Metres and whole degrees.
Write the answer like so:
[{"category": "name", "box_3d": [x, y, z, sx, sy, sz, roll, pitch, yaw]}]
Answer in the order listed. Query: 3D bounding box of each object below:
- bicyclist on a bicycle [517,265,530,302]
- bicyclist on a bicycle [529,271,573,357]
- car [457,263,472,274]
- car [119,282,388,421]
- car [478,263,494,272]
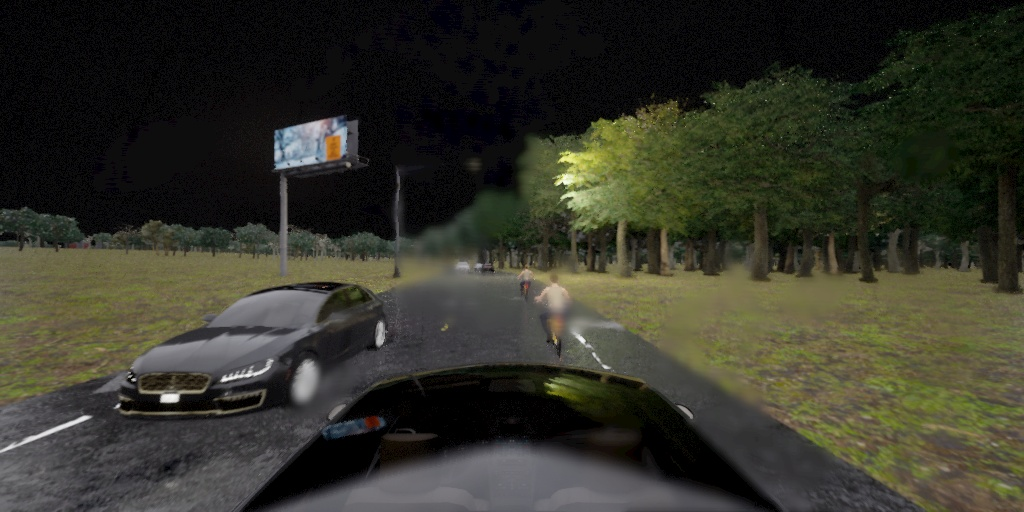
[{"category": "bicyclist on a bicycle", "box_3d": [0.647, 1.197, 16.091, 0.866, 1.612, 1.509, 0, 0, -2]}, {"category": "bicyclist on a bicycle", "box_3d": [0.908, 1.190, 7.570, 0.866, 1.612, 1.509, 0, 0, -1]}, {"category": "car", "box_3d": [-6.467, 1.654, 48.451, 1.812, 1.442, 4.674, 0, -1, -7]}, {"category": "car", "box_3d": [-3.671, 1.256, 6.230, 1.837, 1.490, 4.892, 0, 0, -1]}, {"category": "car", "box_3d": [-4.037, 1.855, 58.293, 1.837, 1.490, 4.892, 0, -1, -8]}]
